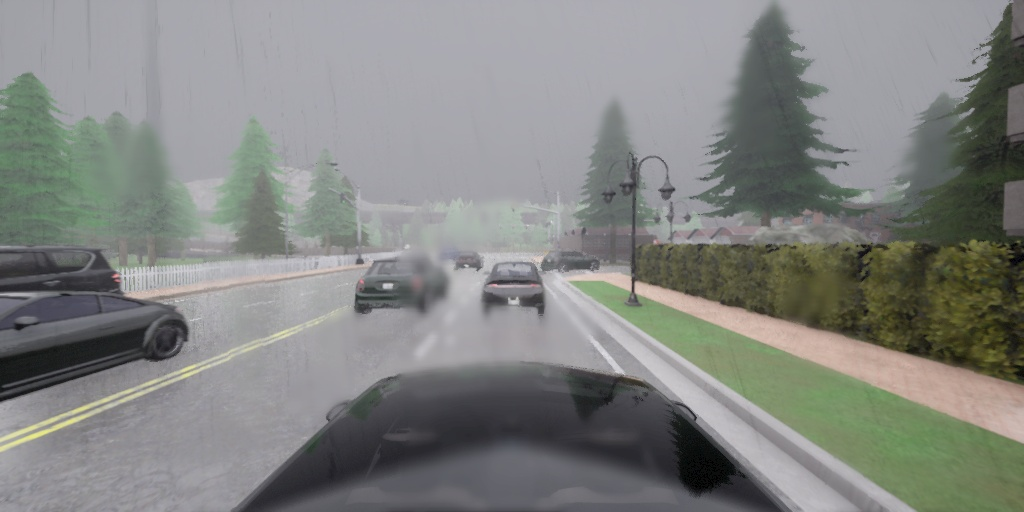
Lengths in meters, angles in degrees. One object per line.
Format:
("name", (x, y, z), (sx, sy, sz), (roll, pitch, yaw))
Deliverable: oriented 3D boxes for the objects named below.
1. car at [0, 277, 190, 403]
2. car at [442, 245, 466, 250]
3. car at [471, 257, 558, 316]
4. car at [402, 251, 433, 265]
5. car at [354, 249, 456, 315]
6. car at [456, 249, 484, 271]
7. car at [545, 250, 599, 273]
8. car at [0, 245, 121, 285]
("car", (-7.085, 1.214, 5.014), (1.994, 1.385, 4.181), (0, 2, 0))
("car", (-7.093, -0.216, 41.234), (2.150, 2.045, 5.566), (0, 2, 0))
("car", (0.075, 0.938, 11.807), (2.128, 1.511, 4.902), (0, 2, 0))
("car", (-10.594, 0.130, 40.589), (2.033, 1.411, 5.357), (0, 2, 0))
("car", (-3.423, 0.791, 12.074), (2.097, 1.767, 4.553), (0, 2, 0))
("car", (-3.414, 0.417, 29.616), (1.837, 1.490, 4.892), (0, 2, 0))
("car", (4.527, 0.307, 27.457), (4.553, 1.767, 2.097), (-2, 3, -34))
("car", (-10.583, 0.826, 6.420), (2.150, 2.045, 5.566), (0, 2, 0))
